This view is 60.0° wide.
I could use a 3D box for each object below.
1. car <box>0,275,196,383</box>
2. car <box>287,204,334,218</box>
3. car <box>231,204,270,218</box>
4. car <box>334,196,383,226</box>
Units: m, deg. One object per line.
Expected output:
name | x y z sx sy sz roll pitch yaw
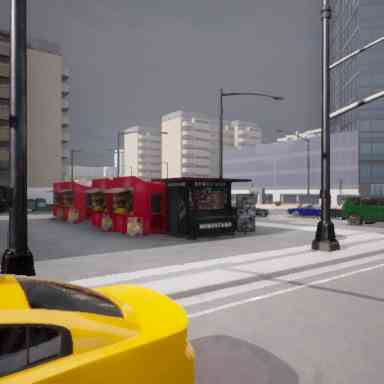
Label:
car | -2.308 1.477 2.320 5.008 1.535 1.882 0 0 -35
car | 11.015 1.727 29.856 1.895 1.301 4.718 0 -1 -36
car | 5.175 1.786 31.958 1.895 1.301 4.718 0 -1 -36
car | 12.615 1.279 21.645 2.150 2.045 5.566 0 -1 -36
